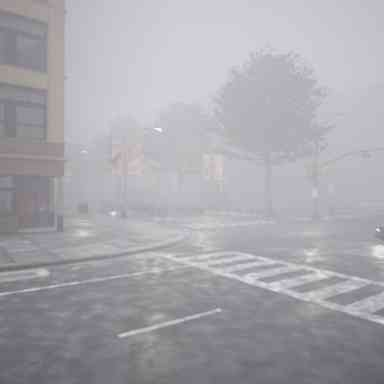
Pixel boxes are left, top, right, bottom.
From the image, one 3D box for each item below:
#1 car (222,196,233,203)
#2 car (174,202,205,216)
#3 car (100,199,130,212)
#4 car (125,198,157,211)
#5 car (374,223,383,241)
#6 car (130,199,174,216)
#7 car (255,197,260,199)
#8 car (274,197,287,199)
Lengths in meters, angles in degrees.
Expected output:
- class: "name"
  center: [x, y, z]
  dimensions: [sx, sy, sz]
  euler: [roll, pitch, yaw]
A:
- class: "car"
  center: [7.395, 1.749, 76.422]
  dimensions: [2.161, 1.482, 4.786]
  euler: [0, 0, -36]
- class: "car"
  center: [-0.648, 1.732, 34.727]
  dimensions: [1.895, 1.301, 4.718]
  euler: [0, 0, -36]
- class: "car"
  center: [-10.003, 1.612, 41.765]
  dimensions: [1.837, 1.490, 4.892]
  euler: [0, 0, -35]
- class: "car"
  center: [-6.680, 1.622, 43.131]
  dimensions: [2.128, 1.511, 4.902]
  euler: [0, 0, -36]
- class: "car"
  center: [10.976, 1.667, 16.147]
  dimensions: [5.357, 1.411, 2.033]
  euler: [1, 0, -36]
- class: "car"
  center: [-4.106, 1.708, 33.541]
  dimensions: [1.895, 1.301, 4.718]
  euler: [0, 0, -36]
- class: "car"
  center: [17.039, 1.876, 82.883]
  dimensions: [1.895, 1.301, 4.718]
  euler: [0, 0, -36]
- class: "car"
  center: [17.882, 1.684, 68.952]
  dimensions: [2.002, 1.452, 4.674]
  euler: [0, 0, -36]
